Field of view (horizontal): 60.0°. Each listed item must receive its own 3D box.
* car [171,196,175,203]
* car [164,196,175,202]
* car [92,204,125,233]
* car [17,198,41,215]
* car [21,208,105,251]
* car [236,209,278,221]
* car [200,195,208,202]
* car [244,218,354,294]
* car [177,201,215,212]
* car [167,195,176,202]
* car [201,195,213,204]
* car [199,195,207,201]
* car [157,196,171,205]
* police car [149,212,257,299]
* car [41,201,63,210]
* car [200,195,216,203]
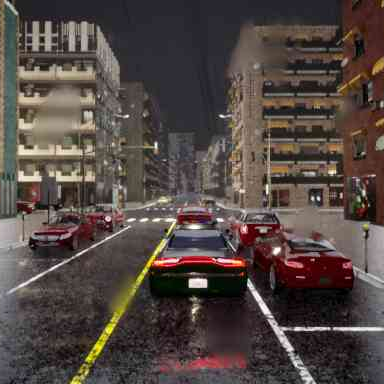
[{"bbox_3d":[-5.047,1.535,69.043,1.752,1.417,4.829,1,0,0],"label":"car"},{"bbox_3d":[-5.025,1.575,74.884,1.947,1.339,4.313,1,0,0],"label":"car"},{"bbox_3d":[-5.240,1.444,19.659,1.967,1.590,4.097,1,0,0],"label":"car"},{"bbox_3d":[-17.446,1.240,31.216,5.009,1.841,2.192,0,-1,0],"label":"car"},{"bbox_3d":[-5.259,1.585,14.110,1.802,1.307,4.206,1,0,0],"label":"car"},{"bbox_3d":[2.628,1.443,14.102,1.967,1.590,4.097,1,0,0],"label":"car"},{"bbox_3d":[2.877,1.555,80.556,1.887,1.381,4.507,1,0,0],"label":"car"},{"bbox_3d":[2.605,1.584,8.553,1.802,1.307,4.206,1,0,0],"label":"car"},{"bbox_3d":[0.135,1.482,18.999,1.882,1.535,5.008,0,0,0],"label":"car"},{"bbox_3d":[-5.004,1.555,80.555,1.887,1.381,4.507,1,0,0],"label":"car"},{"bbox_3d":[2.814,1.449,63.543,1.967,1.590,4.097,1,0,0],"label":"car"},{"bbox_3d":[2.898,1.561,86.226,2.008,1.369,4.403,1,0,0],"label":"car"},{"bbox_3d":[-5.090,1.534,57.701,1.752,1.417,4.829,1,0,0],"label":"car"},{"bbox_3d":[0.129,1.506,8.538,2.038,1.542,4.974,0,0,0],"label":"police car"},{"bbox_3d":[-17.478,1.590,39.092,4.313,1.339,1.947,0,-1,0],"label":"car"},{"bbox_3d":[2.770,1.559,52.201,2.008,1.369,4.403,1,0,0],"label":"car"}]
